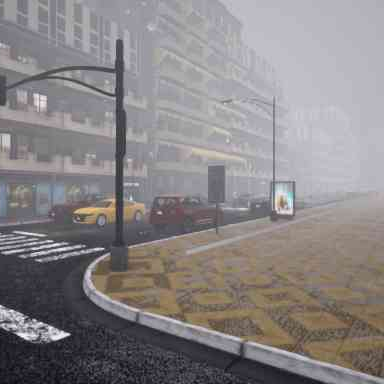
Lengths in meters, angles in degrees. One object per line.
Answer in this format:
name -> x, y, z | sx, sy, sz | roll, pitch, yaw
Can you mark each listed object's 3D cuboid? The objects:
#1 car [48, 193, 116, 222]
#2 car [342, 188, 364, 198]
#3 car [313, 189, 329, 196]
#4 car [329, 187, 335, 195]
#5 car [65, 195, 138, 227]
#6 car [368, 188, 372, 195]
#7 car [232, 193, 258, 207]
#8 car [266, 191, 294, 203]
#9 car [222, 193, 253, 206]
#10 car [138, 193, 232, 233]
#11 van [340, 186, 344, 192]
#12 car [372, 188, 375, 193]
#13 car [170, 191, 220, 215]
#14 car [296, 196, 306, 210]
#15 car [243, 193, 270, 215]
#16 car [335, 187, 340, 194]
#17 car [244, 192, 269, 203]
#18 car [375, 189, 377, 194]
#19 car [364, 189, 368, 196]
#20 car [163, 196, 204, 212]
car -> -7.076, 1.010, 22.469 | 2.192, 1.841, 5.009 | 1, 2, 35
car -> 28.403, 0.308, 58.668 | 1.887, 1.381, 4.507 | 1, 2, 35
car -> 27.838, -0.025, 72.497 | 1.967, 1.590, 4.097 | 2, 2, 35
car -> 31.012, -0.027, 77.048 | 1.887, 1.381, 4.507 | 2, 2, 35
car -> -5.045, 1.180, 20.880 | 1.882, 1.535, 5.008 | 0, 1, 34
car -> 34.753, 0.095, 67.765 | 1.887, 1.381, 4.507 | 1, 2, 35
car -> 6.080, 0.842, 36.812 | 1.837, 1.490, 4.892 | 0, 1, 35
car -> 12.084, 0.631, 45.338 | 2.128, 1.511, 4.902 | 0, 1, 35
car -> 5.619, 0.828, 40.667 | 2.008, 1.369, 4.403 | 2, 2, 35
car -> -0.170, 1.026, 17.724 | 2.192, 1.841, 5.009 | 1, 2, 35
van -> 37.362, -0.446, 86.137 | 1.690, 1.788, 3.998 | 2, 2, 35
car -> 37.928, -0.012, 72.314 | 1.887, 1.381, 4.507 | 1, 2, 35
car -> 0.339, 0.878, 28.601 | 2.097, 1.767, 4.553 | 0, 1, 35
car -> 9.353, 0.965, 31.376 | 1.947, 1.339, 4.313 | 1, 2, 35
car -> 6.178, 1.069, 26.827 | 1.947, 1.339, 4.313 | 1, 2, 35
car -> 34.187, -0.240, 81.593 | 1.967, 1.590, 4.097 | 2, 2, 35
car -> 8.792, 0.754, 45.214 | 1.802, 1.307, 4.206 | 2, 2, 35
car -> 44.277, -0.221, 81.411 | 2.008, 1.369, 4.403 | 1, 2, 35
car -> 31.578, 0.098, 63.213 | 1.967, 1.590, 4.097 | 1, 2, 35
car -> -0.730, 1.069, 31.572 | 1.802, 1.307, 4.206 | 2, 2, 35
